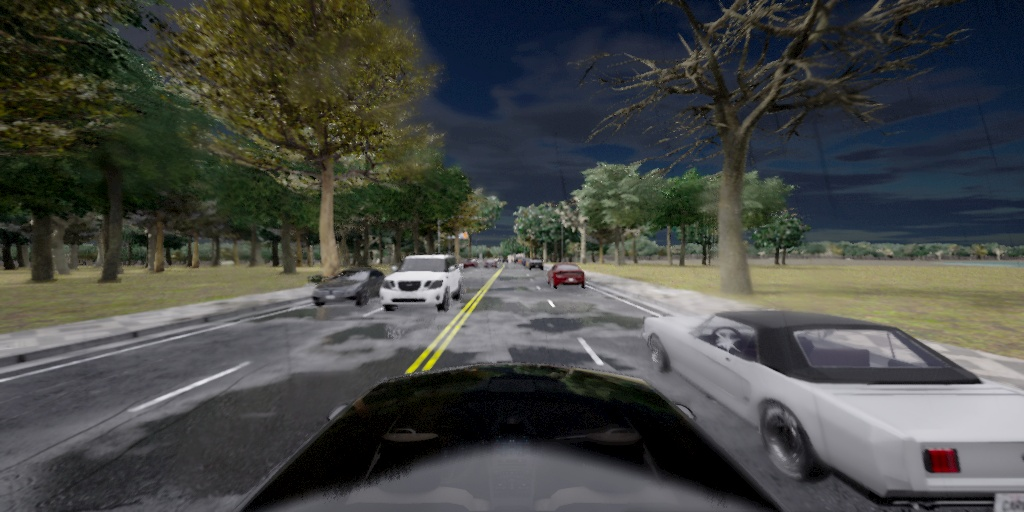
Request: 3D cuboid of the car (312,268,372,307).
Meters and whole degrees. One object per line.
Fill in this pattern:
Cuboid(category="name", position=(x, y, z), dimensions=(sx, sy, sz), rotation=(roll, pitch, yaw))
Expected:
Cuboid(category="car", position=(-6.611, 1.244, 15.405), dimensions=(1.812, 1.442, 4.674), rotation=(0, 0, 0))

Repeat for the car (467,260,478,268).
Cuboid(category="car", position=(-6.546, 1.320, 57.424), dimensions=(1.895, 1.301, 4.718), rotation=(0, 0, 1))

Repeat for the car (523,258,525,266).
Cuboid(category="car", position=(3.247, 1.182, 59.977), dimensions=(1.801, 1.575, 5.366), rotation=(0, 0, 0))

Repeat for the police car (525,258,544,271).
Cuboid(category="police car", position=(3.247, 1.129, 48.895), dimensions=(1.930, 1.638, 5.238), rotation=(0, 0, 0))

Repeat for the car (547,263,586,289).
Cuboid(category="car", position=(3.349, 1.185, 22.765), dimensions=(1.882, 1.535, 5.008), rotation=(0, 0, 0))

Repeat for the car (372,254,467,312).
Cuboid(category="car", position=(-3.351, 0.942, 14.363), dimensions=(2.150, 2.045, 5.566), rotation=(0, 0, 0))

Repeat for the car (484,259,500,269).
Cuboid(category="car", position=(-3.302, 1.241, 55.660), dimensions=(1.812, 1.442, 4.674), rotation=(0, 0, 0))

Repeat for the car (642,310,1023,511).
Cuboid(category="car", position=(3.350, 1.342, 4.590), dimensions=(1.895, 1.301, 4.718), rotation=(0, 0, 0))
